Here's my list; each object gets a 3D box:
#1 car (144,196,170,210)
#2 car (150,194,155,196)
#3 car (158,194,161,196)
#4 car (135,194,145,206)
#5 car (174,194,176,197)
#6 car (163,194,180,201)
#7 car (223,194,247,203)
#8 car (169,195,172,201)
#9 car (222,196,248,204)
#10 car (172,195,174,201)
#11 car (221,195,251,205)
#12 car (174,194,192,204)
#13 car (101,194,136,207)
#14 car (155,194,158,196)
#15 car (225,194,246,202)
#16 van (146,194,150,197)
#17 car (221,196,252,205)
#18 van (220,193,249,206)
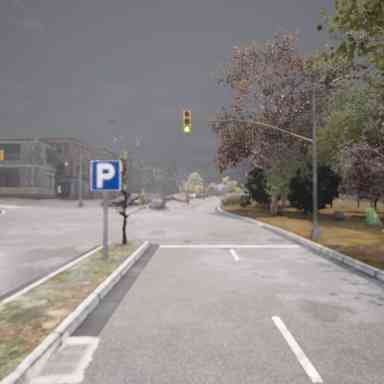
[{"bbox_3d":[-4.371,1.533,42.204,1.812,1.442,4.674,0,-1,4],"label":"car"},{"bbox_3d":[-10.175,1.582,63.586,4.892,1.521,2.231,-1,-1,-14],"label":"car"},{"bbox_3d":[-9.444,1.646,69.585,4.674,1.452,2.002,-1,-1,-13],"label":"car"},{"bbox_3d":[-10.940,1.537,54.621,5.366,1.575,1.946,-1,-1,-15],"label":"car"},{"bbox_3d":[-6.836,1.678,87.518,5.008,1.535,2.097,-1,0,-11],"label":"car"},{"bbox_3d":[-5.808,1.576,93.478,4.553,1.767,2.185,-1,0,-10],"label":"car"},{"bbox_3d":[9.276,1.428,71.942,4.553,1.767,2.185,1,0,-12],"label":"car"},{"bbox_3d":[-8.200,1.391,78.577,5.566,2.045,2.435,-1,-1,-12],"label":"car"},{"bbox_3d":[8.550,1.574,66.072,4.674,1.452,2.002,1,0,-13],"label":"car"},{"bbox_3d":[-7.786,1.655,81.556,5.008,1.535,2.097,-1,-1,-12],"label":"car"},{"bbox_3d":[7.520,1.377,57.238,4.553,1.767,2.185,1,0,-14],"label":"car"},{"bbox_3d":[-1.812,1.615,67.985,1.812,1.442,4.674,0,0,7],"label":"car"},{"bbox_3d":[-11.578,1.567,51.627,4.792,1.488,2.163,-1,0,-15],"label":"car"},{"bbox_3d":[-9.809,1.633,66.582,4.674,1.452,2.002,-1,0,-13],"label":"car"},{"bbox_3d":[10.162,1.449,77.813,4.553,1.767,2.185,1,0,-11],"label":"car"},{"bbox_3d":[-10.395,1.341,60.615,4.442,1.987,1.878,-1,-1,-14],"label":"van"},{"bbox_3d":[8.049,1.512,60.232,5.366,1.575,1.946,1,0,-13],"label":"car"},{"bbox_3d":[7.144,1.265,54.268,4.442,1.987,1.878,1,0,-14],"label":"van"}]
